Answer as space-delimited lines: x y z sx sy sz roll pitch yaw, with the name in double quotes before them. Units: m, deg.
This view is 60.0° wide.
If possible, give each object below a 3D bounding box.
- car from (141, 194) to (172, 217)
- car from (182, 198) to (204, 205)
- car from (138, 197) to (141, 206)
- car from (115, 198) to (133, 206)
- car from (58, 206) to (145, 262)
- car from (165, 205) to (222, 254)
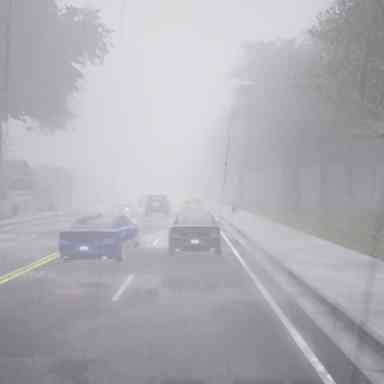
"car" -3.132 1.246 31.416 2.150 2.045 5.566 0 0 0
"car" 0.117 1.377 31.897 2.097 1.767 4.553 0 0 0
"car" -6.557 1.268 48.928 2.150 2.045 5.566 0 0 0
"car" -9.807 1.571 48.138 1.812 1.442 4.674 0 0 0
"car" -3.144 1.487 12.155 1.882 1.535 5.008 0 0 0
"car" 0.107 1.488 13.489 1.882 1.535 5.008 0 0 0
